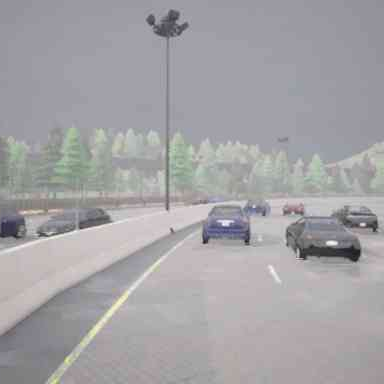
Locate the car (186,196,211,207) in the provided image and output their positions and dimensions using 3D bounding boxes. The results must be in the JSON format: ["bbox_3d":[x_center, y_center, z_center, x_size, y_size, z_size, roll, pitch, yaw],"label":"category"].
[{"bbox_3d":[1.093,1.527,54.455,1.882,1.535,5.008,0,0,30],"label":"car"}]

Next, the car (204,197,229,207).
[{"bbox_3d":[3.942,1.537,52.439,1.882,1.535,5.008,0,0,30],"label":"car"}]

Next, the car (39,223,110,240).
[{"bbox_3d":[-5.516,1.497,16.183,1.837,1.490,4.892,0,0,10],"label":"car"}]

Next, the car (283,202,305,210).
[{"bbox_3d":[10.289,1.669,33.299,1.895,1.301,4.718,0,0,21],"label":"car"}]

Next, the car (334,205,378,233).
[{"bbox_3d":[9.811,1.547,20.320,2.128,1.511,4.902,0,0,14],"label":"car"}]

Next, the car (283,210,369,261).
[{"bbox_3d":[4.729,1.593,12.530,1.994,1.385,4.181,0,0,8],"label":"car"}]

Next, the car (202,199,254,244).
[{"bbox_3d":[1.776,1.372,16.100,2.097,1.767,4.553,0,0,10],"label":"car"}]

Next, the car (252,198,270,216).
[{"bbox_3d":[6.549,1.405,33.171,2.097,1.767,4.553,0,0,20],"label":"car"}]
